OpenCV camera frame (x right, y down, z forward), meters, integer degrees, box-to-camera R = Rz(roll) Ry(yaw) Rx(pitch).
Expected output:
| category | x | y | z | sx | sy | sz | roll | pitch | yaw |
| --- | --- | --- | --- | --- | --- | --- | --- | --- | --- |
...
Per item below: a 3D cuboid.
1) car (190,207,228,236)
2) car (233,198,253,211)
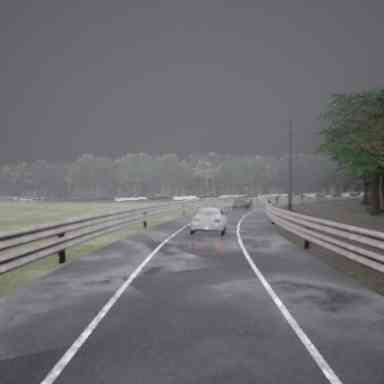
| category | x | y | z | sx | sy | sz | roll | pitch | yaw |
| --- | --- | --- | --- | --- | --- | --- | --- | --- | --- |
| car | 1.032 | 1.553 | 18.785 | 1.812 | 1.442 | 4.674 | 0 | 0 | 8 |
| car | 6.235 | 1.425 | 40.319 | 2.128 | 1.511 | 4.902 | 0 | 1 | 20 |
